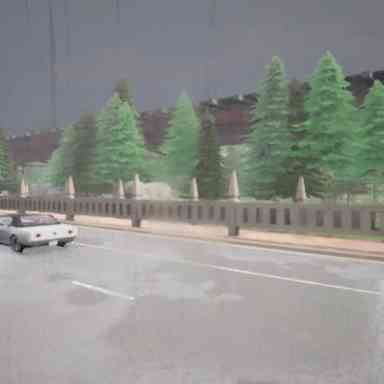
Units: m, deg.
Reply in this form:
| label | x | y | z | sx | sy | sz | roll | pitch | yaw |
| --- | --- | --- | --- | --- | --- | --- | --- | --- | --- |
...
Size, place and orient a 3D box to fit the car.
| label | x | y | z | sx | sy | sz | roll | pitch | yaw |
| --- | --- | --- | --- | --- | --- | --- | --- | --- | --- |
| car | -6.644 | 1.467 | 12.990 | 4.718 | 1.301 | 1.895 | 1 | 1 | 36 |
